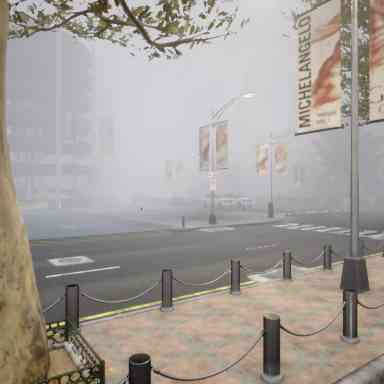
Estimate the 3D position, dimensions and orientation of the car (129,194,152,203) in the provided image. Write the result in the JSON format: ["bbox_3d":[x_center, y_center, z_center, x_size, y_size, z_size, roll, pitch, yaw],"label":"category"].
[{"bbox_3d":[-11.237,1.355,72.586,4.553,1.767,2.097,0,0,26],"label":"car"}]

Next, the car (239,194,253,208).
[{"bbox_3d":[6.425,1.221,48.576,2.150,2.045,5.566,0,0,-35],"label":"car"}]

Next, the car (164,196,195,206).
[{"bbox_3d":[-2.147,1.505,54.463,1.837,1.490,4.892,0,0,-37],"label":"car"}]

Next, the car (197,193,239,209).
[{"bbox_3d":[3.569,1.221,46.552,2.150,2.045,5.566,0,0,-35],"label":"car"}]

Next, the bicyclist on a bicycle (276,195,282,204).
[{"bbox_3d":[15.736,1.300,60.476,1.656,1.620,0.582,0,0,-36],"label":"bicyclist on a bicycle"}]

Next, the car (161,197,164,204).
[{"bbox_3d":[-5.765,1.601,63.974,4.718,1.301,1.895,0,0,43],"label":"car"}]

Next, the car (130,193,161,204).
[{"bbox_3d":[-9.088,1.221,62.283,5.566,2.045,2.150,0,0,40],"label":"car"}]

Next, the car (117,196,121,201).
[{"bbox_3d":[-19.513,1.418,79.668,5.008,1.535,1.882,0,0,12],"label":"car"}]

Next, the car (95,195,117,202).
[{"bbox_3d":[-20.478,1.450,76.304,4.892,1.490,1.837,0,0,12],"label":"car"}]

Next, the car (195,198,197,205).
[{"bbox_3d":[0.715,1.601,56.502,1.895,1.301,4.718,0,0,-37],"label":"car"}]
